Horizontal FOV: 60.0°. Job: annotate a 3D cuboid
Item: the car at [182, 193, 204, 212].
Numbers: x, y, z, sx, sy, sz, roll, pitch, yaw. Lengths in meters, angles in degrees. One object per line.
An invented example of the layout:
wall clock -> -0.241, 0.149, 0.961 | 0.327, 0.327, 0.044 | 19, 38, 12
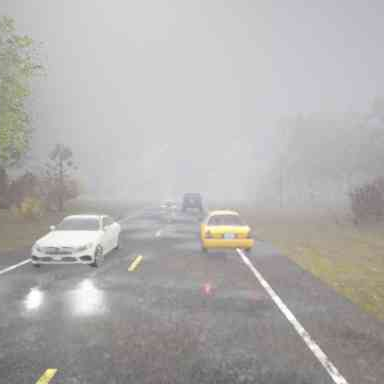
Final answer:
car -> 0.054, 1.087, 36.088 | 2.150, 2.045, 5.566 | 0, 0, 1

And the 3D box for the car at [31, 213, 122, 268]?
car -> -3.598, 1.476, 11.215 | 1.812, 1.442, 4.674 | 0, 0, 0

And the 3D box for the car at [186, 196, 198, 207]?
car -> 0.019, 1.374, 49.957 | 1.812, 1.442, 4.674 | 0, 0, 0

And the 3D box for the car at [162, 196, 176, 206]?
car -> -3.561, 1.371, 52.233 | 1.812, 1.442, 4.674 | 0, 0, 0

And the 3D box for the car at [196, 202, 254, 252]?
car -> 1.227, 1.397, 13.442 | 1.801, 1.575, 5.366 | 0, 0, 0
